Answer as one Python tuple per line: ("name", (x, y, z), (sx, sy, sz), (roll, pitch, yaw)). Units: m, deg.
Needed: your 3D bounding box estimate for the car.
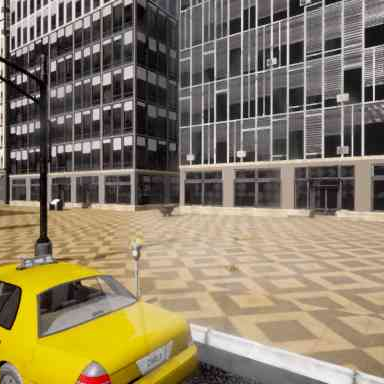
("car", (-2.218, 1.525, 4.472), (4.829, 1.417, 1.752), (0, 0, 36))
